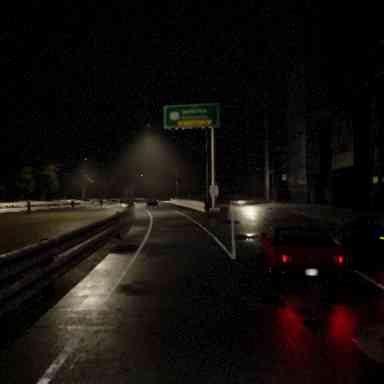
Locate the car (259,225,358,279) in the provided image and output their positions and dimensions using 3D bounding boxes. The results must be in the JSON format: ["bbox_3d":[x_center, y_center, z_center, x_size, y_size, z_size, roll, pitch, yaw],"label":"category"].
[{"bbox_3d":[3.154,1.674,10.261,1.895,1.301,4.718,-1,-1,7],"label":"car"}]

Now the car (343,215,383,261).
[{"bbox_3d":[6.919,1.571,12.311,1.812,1.442,4.674,-1,-1,7],"label":"car"}]

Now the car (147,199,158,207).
[{"bbox_3d":[-7.276,1.993,60.972,1.882,1.535,5.008,-1,-1,-9],"label":"car"}]
